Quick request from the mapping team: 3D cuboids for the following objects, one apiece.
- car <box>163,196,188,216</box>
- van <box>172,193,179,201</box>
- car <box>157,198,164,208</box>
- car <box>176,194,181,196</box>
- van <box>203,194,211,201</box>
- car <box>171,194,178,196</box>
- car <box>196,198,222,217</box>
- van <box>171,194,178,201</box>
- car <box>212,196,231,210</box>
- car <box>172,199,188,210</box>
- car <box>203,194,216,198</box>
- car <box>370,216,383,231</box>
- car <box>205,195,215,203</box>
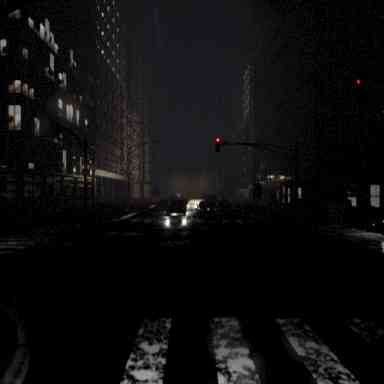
[{"bbox_3d":[-1.521,1.485,33.420,1.882,1.535,5.008,0,0,0],"label":"car"},{"bbox_3d":[-4.246,1.291,86.103,1.690,1.788,3.998,0,0,0],"label":"van"},{"bbox_3d":[-4.057,1.579,47.410,1.802,1.307,4.206,0,0,0],"label":"car"},{"bbox_3d":[-1.617,1.584,61.441,1.895,1.301,4.718,0,0,0],"label":"car"},{"bbox_3d":[3.661,1.299,80.614,1.690,1.788,3.998,0,0,0],"label":"van"},{"bbox_3d":[-4.138,1.546,63.993,1.947,1.339,4.313,0,0,0],"label":"car"},{"bbox_3d":[1.428,1.556,31.902,2.033,1.411,5.357,0,0,0],"label":"car"},{"bbox_3d":[-4.219,1.299,80.576,1.690,1.788,3.998,0,0,0],"label":"van"},{"bbox_3d":[3.899,1.567,41.923,1.947,1.339,4.313,0,0,0],"label":"car"},{"bbox_3d":[-1.562,1.601,44.209,1.895,1.301,4.718,0,0,0],"label":"car"},{"bbox_3d":[3.742,1.295,64.031,2.192,1.841,5.009,0,0,0],"label":"car"},{"bbox_3d":[13.595,1.789,20.693,4.674,1.442,1.812,1,0,-2],"label":"car"},{"bbox_3d":[3.715,1.413,69.560,1.967,1.590,4.097,0,0,0],"label":"car"}]
